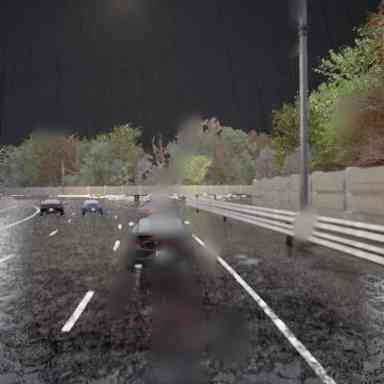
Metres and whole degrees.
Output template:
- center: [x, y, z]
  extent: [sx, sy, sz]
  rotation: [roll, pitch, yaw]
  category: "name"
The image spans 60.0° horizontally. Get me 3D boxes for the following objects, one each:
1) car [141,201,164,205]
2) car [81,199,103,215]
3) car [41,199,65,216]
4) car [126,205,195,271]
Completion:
- center: [-3.246, 1.404, 27.327]
  extent: [1.994, 1.385, 4.181]
  rotation: [-1, 0, -8]
  category: "car"
- center: [-9.827, 1.389, 32.609]
  extent: [1.812, 1.442, 4.674]
  rotation: [-1, 0, -20]
  category: "car"
- center: [-13.143, 1.379, 31.498]
  extent: [1.882, 1.535, 5.008]
  rotation: [-1, 0, -19]
  category: "car"
- center: [-1.045, 1.411, 10.833]
  extent: [1.882, 1.535, 5.008]
  rotation: [-1, 0, -6]
  category: "car"
